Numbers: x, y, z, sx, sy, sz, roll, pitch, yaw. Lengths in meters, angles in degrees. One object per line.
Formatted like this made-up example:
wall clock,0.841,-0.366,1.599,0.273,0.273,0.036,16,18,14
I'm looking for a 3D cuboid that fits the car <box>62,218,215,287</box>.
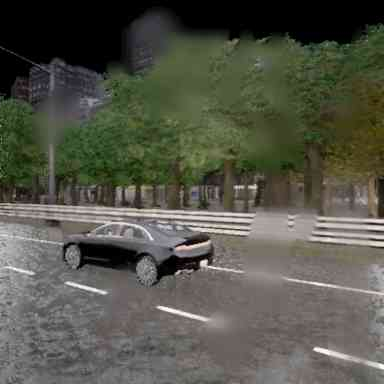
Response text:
car,-1.690,1.491,9.375,4.902,1.511,2.128,0,0,36
